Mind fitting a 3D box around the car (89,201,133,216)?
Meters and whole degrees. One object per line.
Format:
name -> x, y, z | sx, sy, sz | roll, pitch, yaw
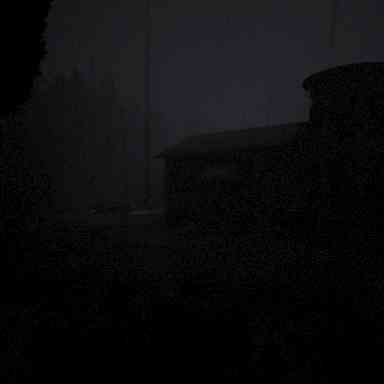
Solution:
car -> -8.235, 1.626, 34.385 | 2.128, 1.511, 4.902 | 0, 0, 36
